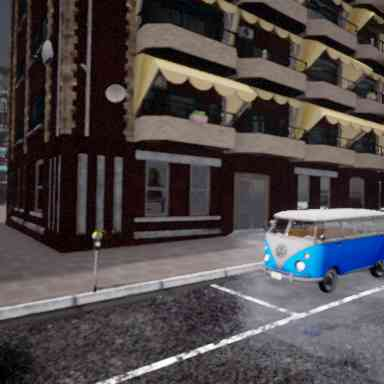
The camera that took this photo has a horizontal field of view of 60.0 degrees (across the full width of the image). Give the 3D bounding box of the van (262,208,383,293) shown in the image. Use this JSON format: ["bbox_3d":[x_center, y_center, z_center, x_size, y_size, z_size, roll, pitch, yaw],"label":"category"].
[{"bbox_3d":[3.611,1.354,8.664,3.998,1.788,1.690,0,1,-36],"label":"van"}]
